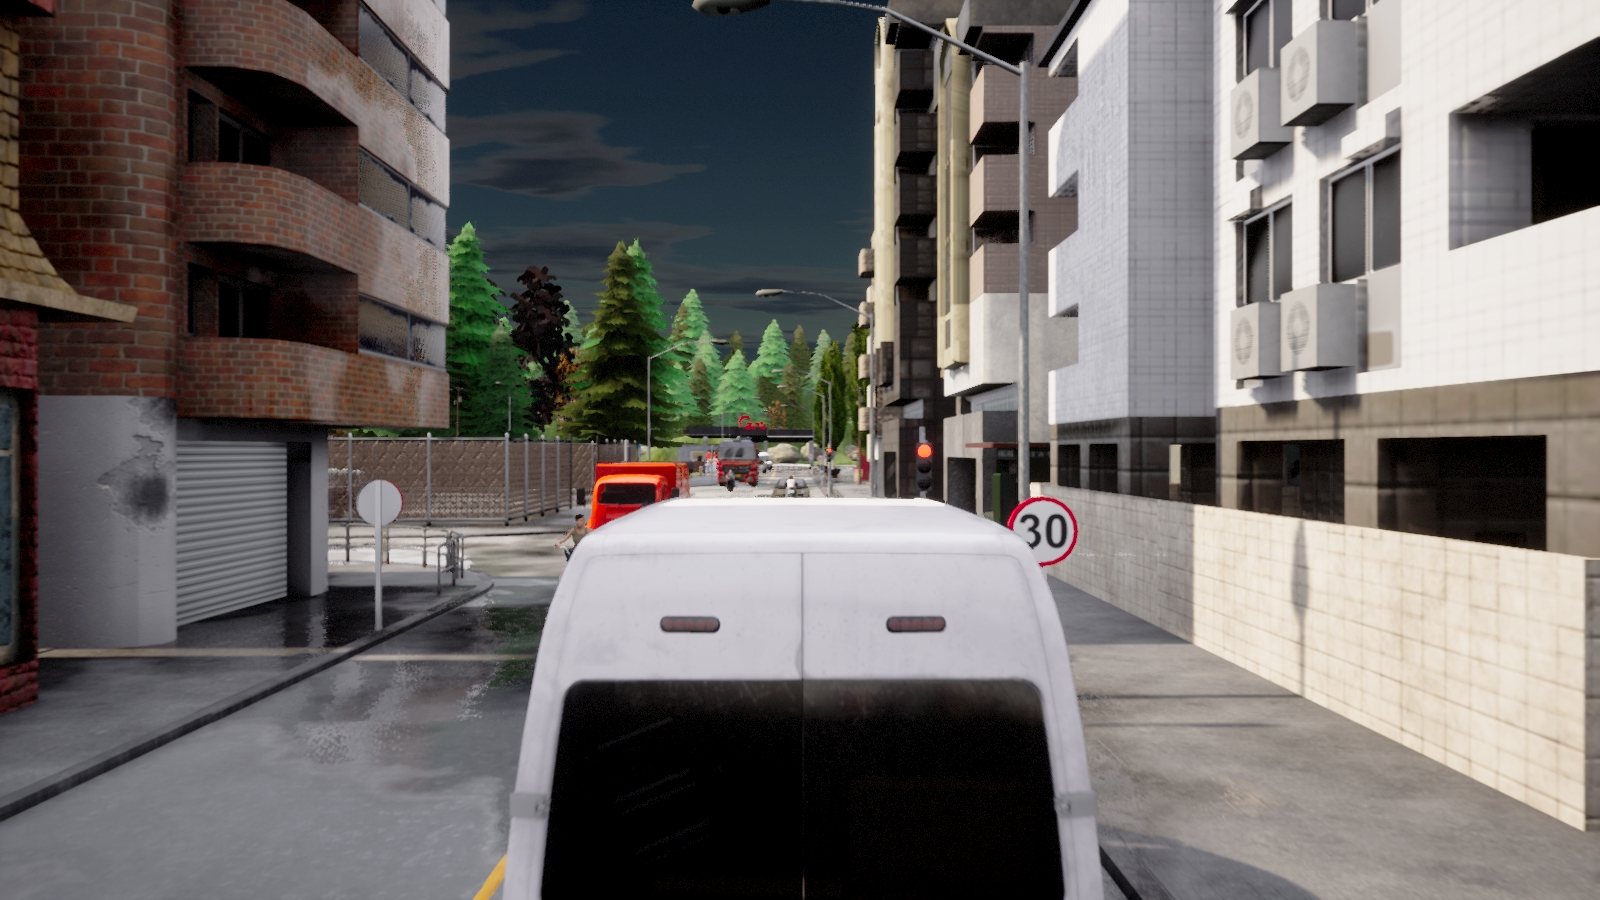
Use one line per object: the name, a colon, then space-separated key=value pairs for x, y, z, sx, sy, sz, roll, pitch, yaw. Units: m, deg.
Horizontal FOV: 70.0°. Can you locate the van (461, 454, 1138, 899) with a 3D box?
van: x=-0.018 y=1.314 z=6.313 sx=1.988 sy=2.561 sz=5.915 roll=0 pitch=0 yaw=0

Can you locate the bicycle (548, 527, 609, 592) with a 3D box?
bicycle: x=-4.144 y=2.036 z=21.473 sx=0.859 sy=1.080 sz=1.487 roll=0 pitch=0 yaw=-1

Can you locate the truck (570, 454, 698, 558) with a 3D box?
truck: x=-4.192 y=1.348 z=29.893 sx=2.627 sy=2.467 sz=5.204 roll=0 pitch=0 yaw=0

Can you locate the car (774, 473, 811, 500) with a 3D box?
car: x=-0.420 y=1.935 z=60.874 sx=1.895 sy=1.301 sz=4.718 roll=0 pitch=0 yaw=0

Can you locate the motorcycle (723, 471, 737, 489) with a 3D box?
motorcycle: x=-4.594 y=1.993 z=75.401 sx=0.803 sy=1.145 sz=2.033 roll=0 pitch=0 yaw=0
